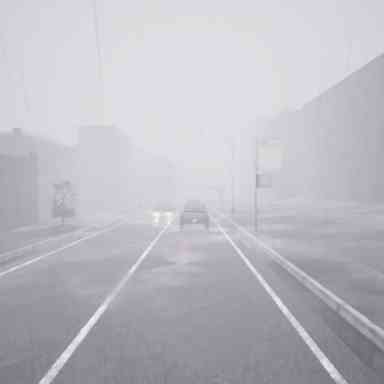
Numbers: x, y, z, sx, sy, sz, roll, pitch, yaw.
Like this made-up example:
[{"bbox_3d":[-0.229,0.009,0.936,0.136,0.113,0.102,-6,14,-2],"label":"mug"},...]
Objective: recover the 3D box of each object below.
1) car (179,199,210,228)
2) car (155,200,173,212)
[{"bbox_3d":[0.151,1.486,22.098,2.128,1.511,4.902,0,0,0],"label":"car"},{"bbox_3d":[-3.375,1.626,40.135,1.895,1.301,4.718,0,0,0],"label":"car"}]
